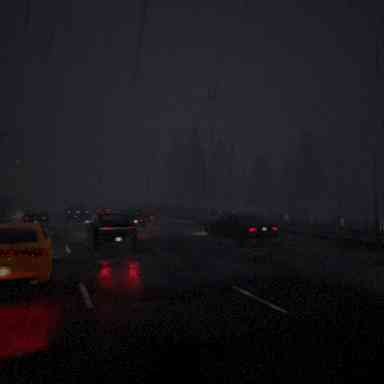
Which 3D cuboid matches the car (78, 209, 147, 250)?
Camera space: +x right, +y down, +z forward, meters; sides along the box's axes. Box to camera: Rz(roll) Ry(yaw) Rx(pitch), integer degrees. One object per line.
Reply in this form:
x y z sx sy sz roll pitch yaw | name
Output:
-3.964 1.755 15.779 2.128 1.511 4.902 1 -1 -23 | car

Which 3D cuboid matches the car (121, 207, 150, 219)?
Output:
-5.234 2.050 27.499 1.837 1.490 4.892 1 -2 -23 | car

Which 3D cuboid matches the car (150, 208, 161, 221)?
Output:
-4.944 2.355 35.620 1.895 1.301 4.718 1 -2 -23 | car

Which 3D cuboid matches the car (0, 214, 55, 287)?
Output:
-5.010 1.600 9.398 1.882 1.535 5.008 1 -1 -23 | car

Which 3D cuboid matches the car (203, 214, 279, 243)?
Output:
2.509 1.907 18.446 2.033 1.411 5.357 1 -1 -23 | car

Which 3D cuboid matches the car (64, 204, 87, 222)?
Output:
-11.664 2.024 33.533 2.097 1.767 4.553 1 -2 -23 | car

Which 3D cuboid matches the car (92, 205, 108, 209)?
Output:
-11.527 2.414 42.016 1.812 1.442 4.674 1 -2 -23 | car

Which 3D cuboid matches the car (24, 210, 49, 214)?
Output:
-12.954 2.119 27.703 1.895 1.301 4.718 1 -2 -23 | car
